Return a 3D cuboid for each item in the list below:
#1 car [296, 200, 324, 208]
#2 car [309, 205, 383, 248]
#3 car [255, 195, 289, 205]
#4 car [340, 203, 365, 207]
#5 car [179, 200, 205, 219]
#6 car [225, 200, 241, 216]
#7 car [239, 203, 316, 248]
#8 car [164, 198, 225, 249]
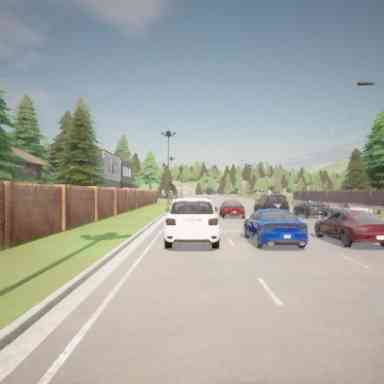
[{"bbox_3d":[10.500,1.493,29.660,2.128,1.511,4.902,0,0,0],"label":"car"},{"bbox_3d":[7.000,1.530,14.660,1.812,1.442,4.674,0,0,0],"label":"car"},{"bbox_3d":[7.000,1.255,29.690,2.150,2.045,5.566,0,0,0],"label":"car"},{"bbox_3d":[14.000,1.614,29.690,1.895,1.301,4.718,0,0,0],"label":"car"},{"bbox_3d":[0.000,1.492,29.660,2.128,1.511,4.902,0,0,0],"label":"car"},{"bbox_3d":[3.500,1.482,29.660,1.882,1.535,5.008,0,0,0],"label":"car"},{"bbox_3d":[3.500,1.482,14.660,1.882,1.535,5.008,0,0,0],"label":"car"},{"bbox_3d":[0.000,1.255,14.690,2.150,2.045,5.566,0,0,0],"label":"car"}]
